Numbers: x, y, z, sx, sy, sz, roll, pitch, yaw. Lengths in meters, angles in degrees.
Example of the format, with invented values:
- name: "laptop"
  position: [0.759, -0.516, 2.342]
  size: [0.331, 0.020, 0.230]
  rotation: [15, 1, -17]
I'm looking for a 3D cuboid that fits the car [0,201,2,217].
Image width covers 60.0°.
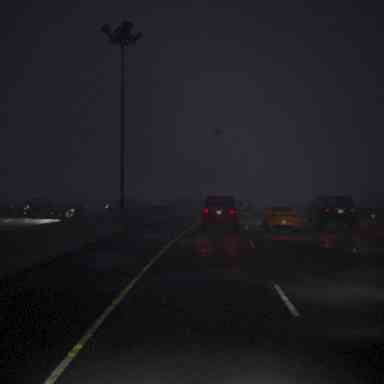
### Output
- name: "car"
  position: [-17.752, 1.531, 31.163]
  size: [1.994, 1.385, 4.181]
  rotation: [0, 0, 12]

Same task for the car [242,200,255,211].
- name: "car"
  position: [6.592, 1.622, 41.087]
  size: [1.895, 1.301, 4.718]
  rotation: [0, 0, 17]

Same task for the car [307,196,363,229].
- name: "car"
  position: [9.164, 1.245, 22.134]
  size: [2.150, 2.045, 5.566]
  rotation: [0, 0, 10]

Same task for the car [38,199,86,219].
- name: "car"
  position: [-11.037, 1.545, 29.082]
  size: [1.994, 1.385, 4.181]
  rotation: [0, 0, 12]

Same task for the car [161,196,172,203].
- name: "car"
  position: [-4.659, 1.597, 70.026]
  size: [1.895, 1.301, 4.718]
  rotation: [0, 0, 25]

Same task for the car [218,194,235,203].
- name: "car"
  position: [7.290, 1.366, 70.380]
  size: [2.097, 1.767, 4.553]
  rotation: [0, 0, 27]

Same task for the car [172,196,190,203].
- name: "car"
  position: [-1.385, 1.550, 68.766]
  size: [2.033, 1.411, 5.357]
  rotation: [0, 0, 25]

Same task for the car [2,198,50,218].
- name: "car"
  position: [-14.387, 1.326, 30.146]
  size: [2.097, 1.767, 4.553]
  rotation: [0, 0, 12]

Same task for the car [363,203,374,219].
- name: "car"
  position: [13.555, 1.560, 26.291]
  size: [1.812, 1.442, 4.674]
  rotation: [0, 0, 12]

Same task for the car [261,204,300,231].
- name: "car"
  position: [5.398, 1.493, 20.653]
  size: [1.882, 1.535, 5.008]
  rotation: [0, 0, 9]

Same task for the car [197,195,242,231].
- name: "car"
  position: [1.890, 1.228, 20.952]
  size: [2.150, 2.045, 5.566]
  rotation: [0, 0, 9]

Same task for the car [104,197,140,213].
- name: "car"
  position: [-6.727, 1.343, 32.572]
  size: [2.097, 1.767, 4.553]
  rotation: [0, 0, 13]

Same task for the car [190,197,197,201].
- name: "car"
  position: [1.880, 1.540, 67.476]
  size: [1.812, 1.442, 4.674]
  rotation: [0, 0, 25]

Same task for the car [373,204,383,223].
- name: "car"
  position: [3.687, 1.230, 2.017]
  size: [2.150, 2.045, 5.566]
  rotation: [0, 0, 1]
